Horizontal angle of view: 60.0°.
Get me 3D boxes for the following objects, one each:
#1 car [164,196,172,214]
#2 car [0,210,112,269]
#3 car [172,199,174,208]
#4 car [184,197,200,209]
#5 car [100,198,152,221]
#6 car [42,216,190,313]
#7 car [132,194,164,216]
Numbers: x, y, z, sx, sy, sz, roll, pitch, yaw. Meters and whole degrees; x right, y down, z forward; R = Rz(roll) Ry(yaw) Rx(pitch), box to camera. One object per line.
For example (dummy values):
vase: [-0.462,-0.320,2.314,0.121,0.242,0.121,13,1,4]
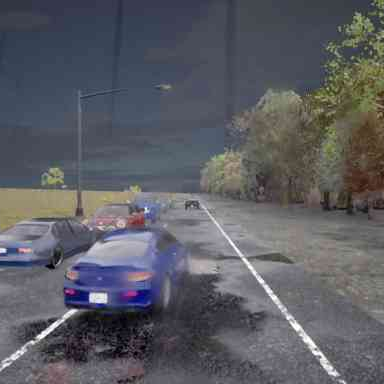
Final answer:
car: [-3.619,1.347,35.228,2.097,1.767,4.553,0,0,0]
car: [-4.665,1.548,11.057,2.033,1.411,5.357,0,0,5]
car: [-3.626,1.342,45.234,2.097,1.767,4.553,0,0,0]
car: [0.028,1.495,44.312,1.837,1.490,4.892,0,0,0]
car: [-3.580,1.352,15.843,2.097,1.767,4.553,0,0,5]
car: [-1.193,1.524,7.630,1.812,1.442,4.674,0,0,8]
car: [-3.622,1.220,25.223,2.150,2.045,5.566,0,0,-1]
